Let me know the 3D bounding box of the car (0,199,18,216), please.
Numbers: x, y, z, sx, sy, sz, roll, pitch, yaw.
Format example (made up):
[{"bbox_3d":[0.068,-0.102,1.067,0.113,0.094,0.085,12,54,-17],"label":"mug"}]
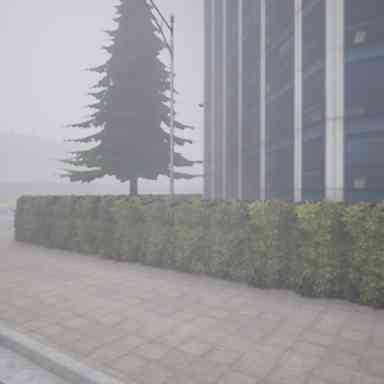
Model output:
[{"bbox_3d":[-16.265,1.361,31.804,1.882,1.535,5.008,0,0,35],"label":"car"}]
